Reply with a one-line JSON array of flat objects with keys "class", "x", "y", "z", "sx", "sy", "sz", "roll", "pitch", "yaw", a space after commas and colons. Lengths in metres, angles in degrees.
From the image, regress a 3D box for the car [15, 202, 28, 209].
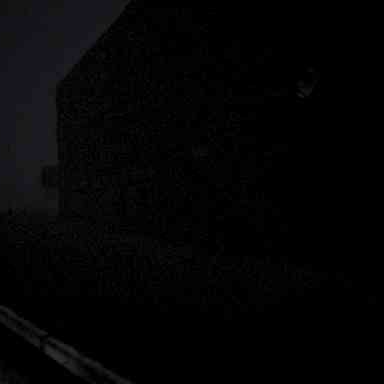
[{"class": "car", "x": -36.247, "y": 2.891, "z": 70.964, "sx": 1.812, "sy": 1.442, "sz": 4.674, "roll": -2, "pitch": -1, "yaw": -15}]
